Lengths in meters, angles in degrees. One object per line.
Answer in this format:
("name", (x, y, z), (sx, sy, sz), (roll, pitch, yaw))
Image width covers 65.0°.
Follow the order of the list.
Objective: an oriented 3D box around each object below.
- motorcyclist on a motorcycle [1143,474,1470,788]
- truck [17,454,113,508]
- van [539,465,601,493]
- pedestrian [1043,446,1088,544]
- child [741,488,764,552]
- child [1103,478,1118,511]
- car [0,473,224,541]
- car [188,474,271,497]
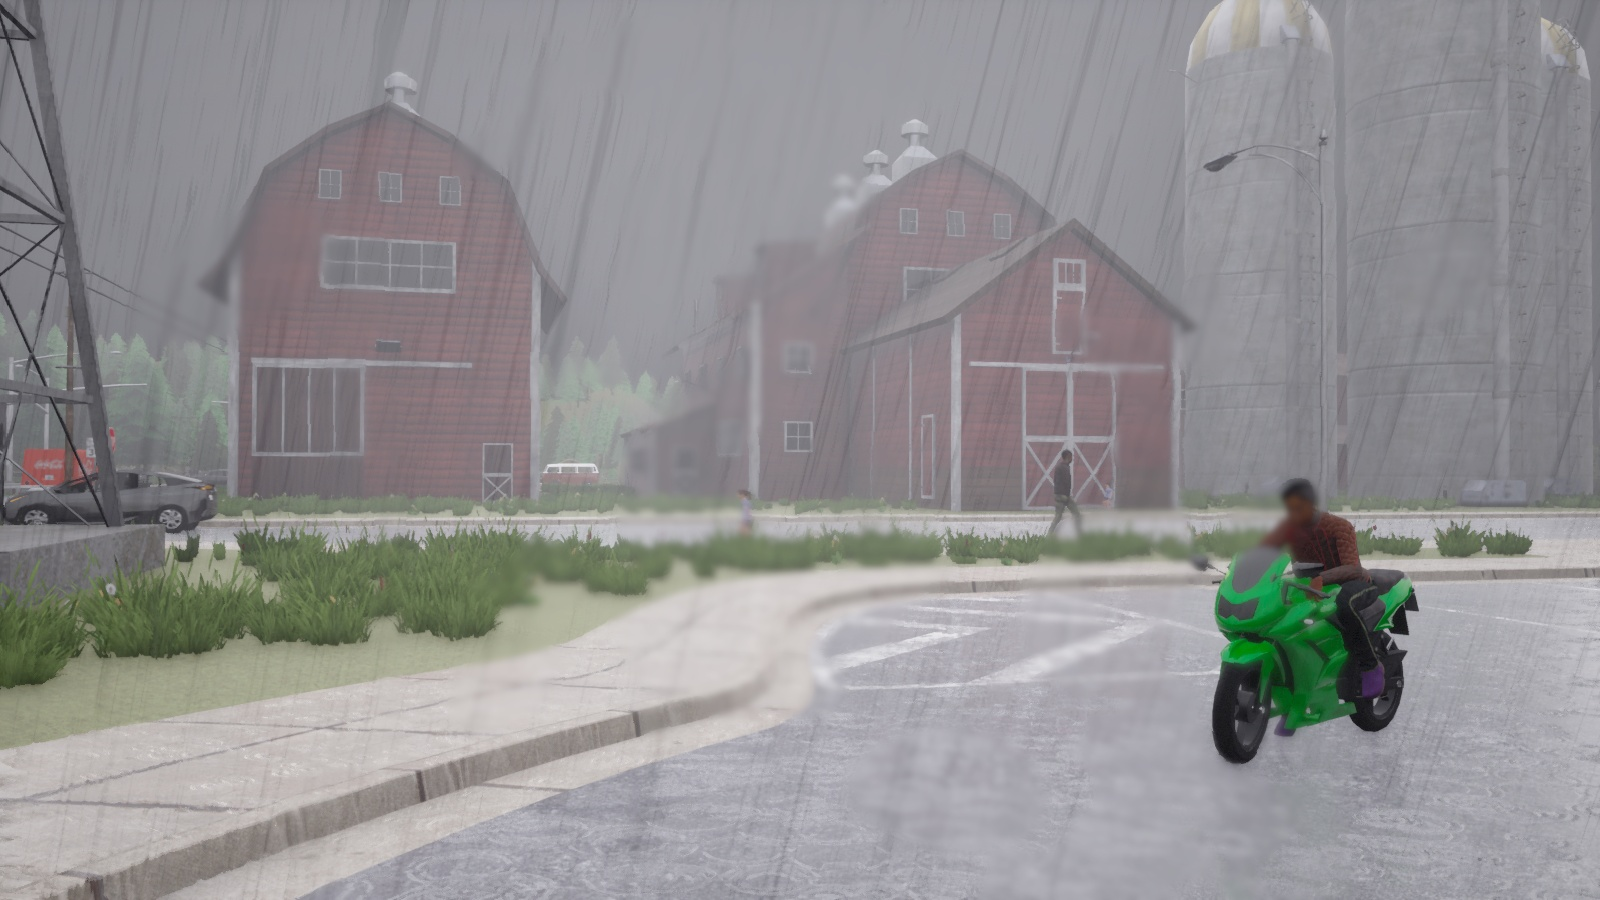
("motorcyclist on a motorcycle", (2.901, 0.904, 7.094), (2.044, 1.523, 0.797), (1, -1, -39))
("truck", (-35.317, 1.483, 60.529), (2.627, 2.467, 5.204), (0, -1, -14))
("van", (-17.421, 2.174, 95.091), (4.480, 2.038, 2.069), (0, -1, -15))
("pedestrian", (5.070, 0.851, 23.976), (0.703, 1.840, 0.431), (0, -1, -15))
("child", (-0.828, 1.221, 21.934), (0.394, 1.110, 0.255), (0, -1, -5))
("child", (10.530, 1.521, 42.590), (0.394, 1.110, 0.255), (0, -1, -16))
("car", (-16.504, 1.334, 30.241), (4.514, 1.525, 2.007), (0, -1, -15))
("car", (-38.900, 2.389, 85.722), (4.892, 1.490, 1.837), (0, -1, -15))
